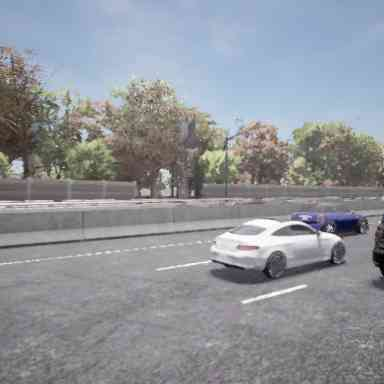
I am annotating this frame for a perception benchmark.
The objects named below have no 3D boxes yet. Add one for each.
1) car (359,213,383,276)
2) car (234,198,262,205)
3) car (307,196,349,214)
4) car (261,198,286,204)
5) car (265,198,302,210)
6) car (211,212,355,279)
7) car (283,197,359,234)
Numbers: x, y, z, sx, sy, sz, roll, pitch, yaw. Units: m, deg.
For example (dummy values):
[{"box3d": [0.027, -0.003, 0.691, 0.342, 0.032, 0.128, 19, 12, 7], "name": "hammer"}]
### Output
[{"box3d": [6.949, 1.214, 8.715, 5.566, 2.045, 2.150, 0, 0, -36], "name": "car"}, {"box3d": [8.005, 1.540, 44.112, 5.357, 1.411, 2.033, 0, 0, -35], "name": "car"}, {"box3d": [14.719, 1.341, 36.000, 4.553, 1.767, 2.097, 0, 0, -35], "name": "car"}, {"box3d": [10.354, 1.591, 37.193, 4.718, 1.301, 1.895, 0, 0, -35], "name": "car"}, {"box3d": [11.682, 1.498, 42.428, 4.892, 1.490, 1.837, 0, 0, -35], "name": "car"}, {"box3d": [2.689, 1.522, 9.972, 4.674, 1.442, 1.812, 0, 0, -36], "name": "car"}, {"box3d": [7.288, 1.344, 17.558, 4.553, 1.767, 2.097, 0, 0, -36], "name": "car"}]
